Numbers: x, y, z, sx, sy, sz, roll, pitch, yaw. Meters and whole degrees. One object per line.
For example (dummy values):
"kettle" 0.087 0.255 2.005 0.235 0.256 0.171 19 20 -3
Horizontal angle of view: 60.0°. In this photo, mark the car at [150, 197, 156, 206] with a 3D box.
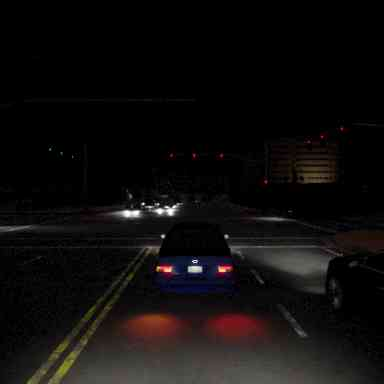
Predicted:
"car" -7.156 1.547 53.944 2.033 1.411 5.357 0 0 0

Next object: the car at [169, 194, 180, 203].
"car" -3.651 1.491 58.066 2.128 1.511 4.902 0 0 0

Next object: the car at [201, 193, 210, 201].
"car" 3.395 1.228 84.712 2.097 1.767 4.553 0 0 0

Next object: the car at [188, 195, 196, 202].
"car" -0.092 1.531 74.462 2.033 1.411 5.357 0 0 0

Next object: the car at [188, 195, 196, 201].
"car" -0.105 1.425 84.736 1.994 1.385 4.181 0 0 0

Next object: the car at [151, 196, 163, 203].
"car" -7.090 1.601 68.326 1.895 1.301 4.718 0 0 0

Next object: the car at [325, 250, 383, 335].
"car" 3.557 1.491 4.721 2.128 1.511 4.902 0 0 0

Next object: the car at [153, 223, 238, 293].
"car" 0.072 1.547 8.962 2.033 1.411 5.357 0 0 0

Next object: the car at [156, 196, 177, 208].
"car" -3.649 1.601 47.643 1.895 1.301 4.718 0 0 0

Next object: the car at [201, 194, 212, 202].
"car" 3.407 1.344 74.756 2.097 1.767 4.553 0 0 0

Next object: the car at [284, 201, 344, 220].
"car" 10.192 1.505 27.975 4.892 1.490 1.837 0 0 -4

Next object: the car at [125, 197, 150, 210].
"car" -7.194 1.491 42.628 2.128 1.511 4.902 0 0 2
